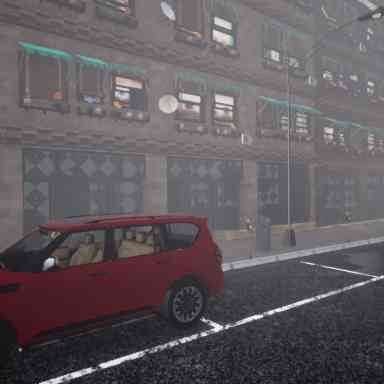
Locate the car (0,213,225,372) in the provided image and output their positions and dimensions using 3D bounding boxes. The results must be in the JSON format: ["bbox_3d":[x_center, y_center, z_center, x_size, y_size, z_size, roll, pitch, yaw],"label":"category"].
[{"bbox_3d":[-1.717,1.315,5.378,5.009,1.841,2.192,0,-1,-36],"label":"car"}]
